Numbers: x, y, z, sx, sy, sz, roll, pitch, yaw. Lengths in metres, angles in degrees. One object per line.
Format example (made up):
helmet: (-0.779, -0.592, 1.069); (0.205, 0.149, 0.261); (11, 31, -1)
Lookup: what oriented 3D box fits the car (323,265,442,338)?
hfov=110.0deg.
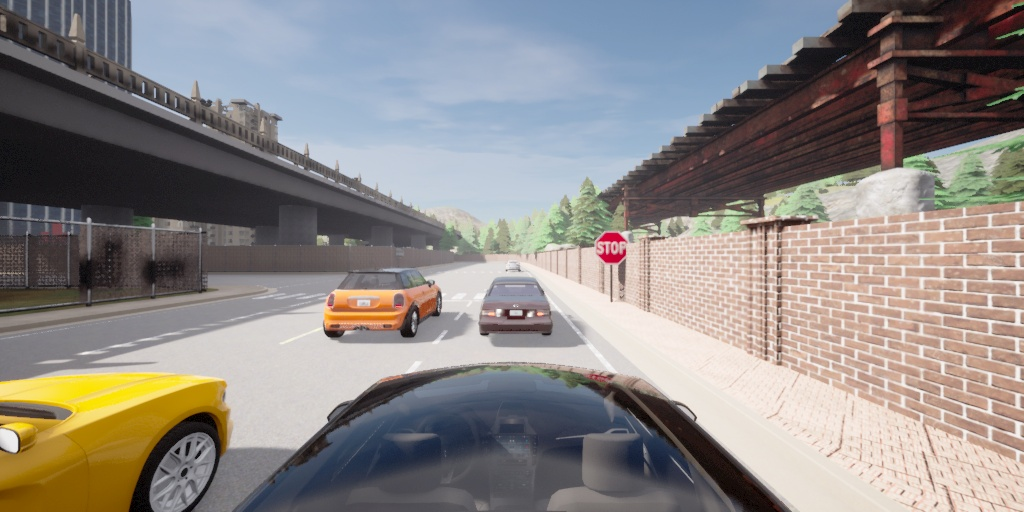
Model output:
car: (-3.411, 1.101, 10.371); (2.097, 1.767, 4.553); (0, 0, 0)

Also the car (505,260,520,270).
car: (0.125, 1.268, 46.264); (1.812, 1.442, 4.674); (0, 0, -1)

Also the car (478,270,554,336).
car: (0.090, 1.296, 10.390); (2.033, 1.411, 5.357); (0, 0, 0)

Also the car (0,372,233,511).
car: (-3.398, 1.228, 1.114); (1.882, 1.535, 5.008); (0, 0, 0)
